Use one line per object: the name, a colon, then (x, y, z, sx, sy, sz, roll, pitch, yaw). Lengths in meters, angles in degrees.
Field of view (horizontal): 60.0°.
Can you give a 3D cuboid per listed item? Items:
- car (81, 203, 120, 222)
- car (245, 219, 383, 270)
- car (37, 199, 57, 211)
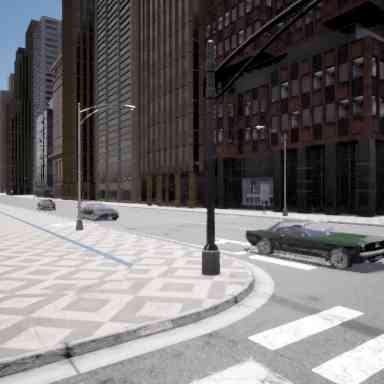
car: (-8.074, 1.701, 28.727, 2.033, 1.411, 5.357, 0, 0, -35)
car: (4.127, 1.635, 11.443, 1.895, 1.301, 4.718, 0, 0, -35)
car: (-20.137, 1.765, 45.976, 1.837, 1.490, 4.892, 0, -1, -35)
